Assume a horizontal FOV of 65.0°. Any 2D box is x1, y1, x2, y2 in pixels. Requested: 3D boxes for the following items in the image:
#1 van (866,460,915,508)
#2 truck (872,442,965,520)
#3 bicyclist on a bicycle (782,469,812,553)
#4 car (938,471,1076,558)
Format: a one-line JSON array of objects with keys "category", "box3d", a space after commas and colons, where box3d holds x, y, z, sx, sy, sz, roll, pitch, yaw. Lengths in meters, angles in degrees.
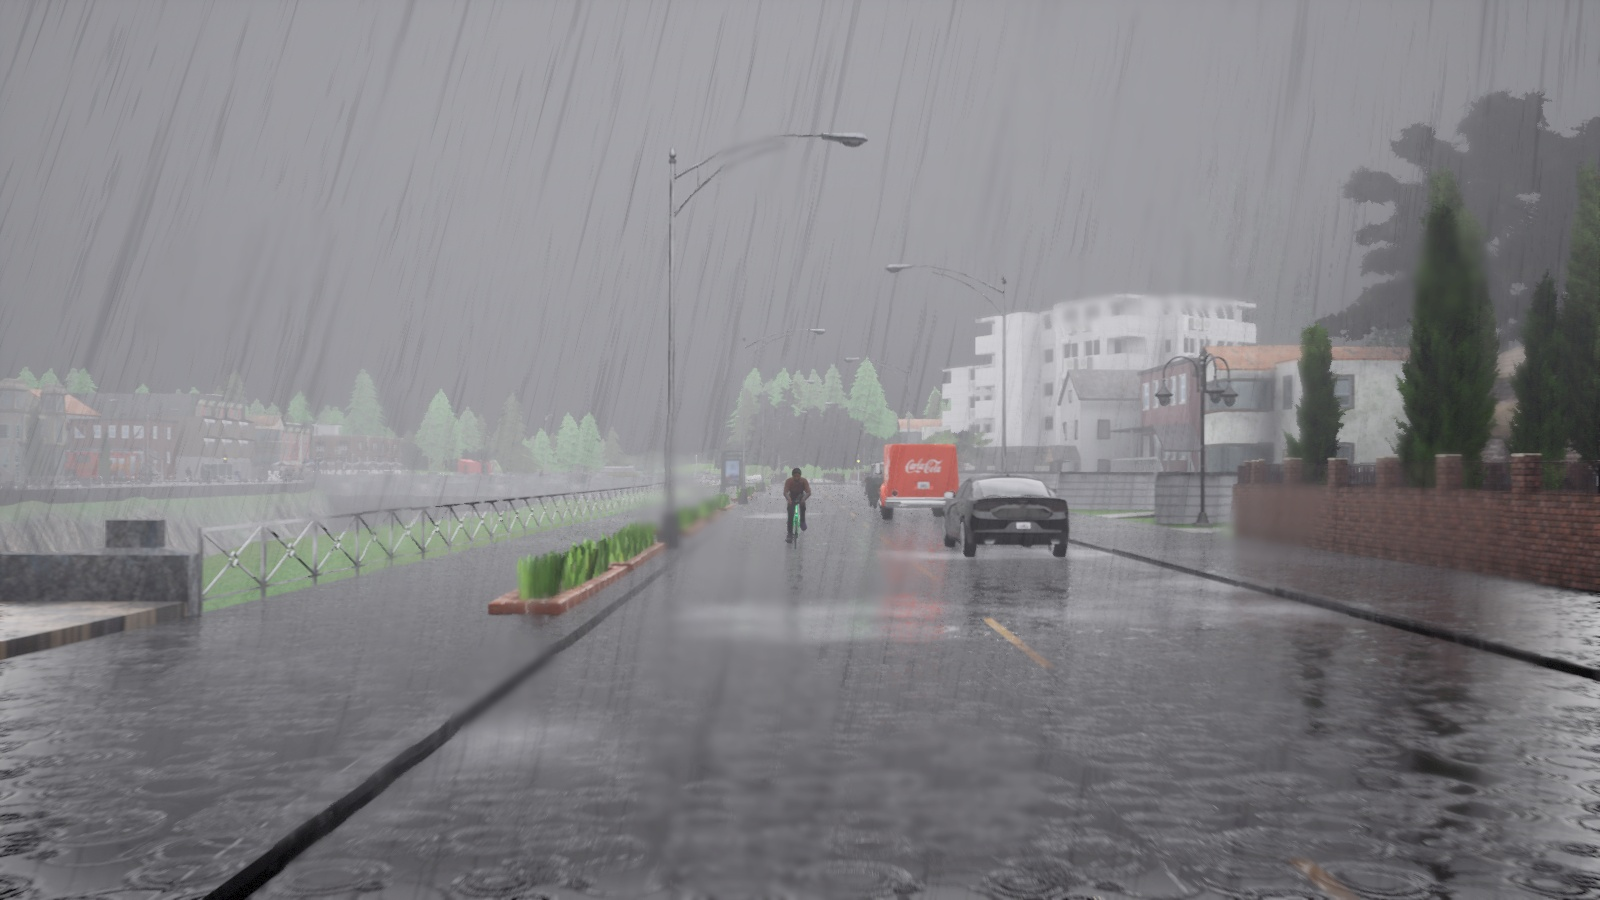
[{"category": "van", "box3d": [3.872, 1.463, 54.396, 1.775, 1.987, 4.442, 0, -1, 0]}, {"category": "truck", "box3d": [3.899, 1.020, 42.302, 2.627, 2.467, 5.204, 0, -1, 0]}, {"category": "bicyclist on a bicycle", "box3d": [-0.059, 1.187, 25.020, 0.582, 1.620, 1.656, 0, -1, 0]}, {"category": "car", "box3d": [3.942, 1.191, 24.748, 1.882, 1.535, 5.008, 0, -1, 0]}]
